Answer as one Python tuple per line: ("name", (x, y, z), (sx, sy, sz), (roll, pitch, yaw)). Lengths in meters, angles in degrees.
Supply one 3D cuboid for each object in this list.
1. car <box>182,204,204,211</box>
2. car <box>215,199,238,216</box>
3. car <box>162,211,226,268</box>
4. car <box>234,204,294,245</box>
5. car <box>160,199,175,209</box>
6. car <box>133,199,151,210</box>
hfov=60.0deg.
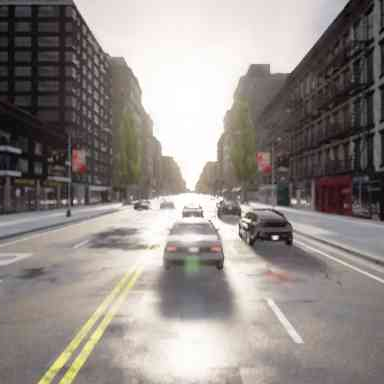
("car", (0.055, 1.693, 29.553), (1.895, 1.301, 4.718), (0, 0, 0))
("car", (3.312, 1.448, 31.005), (2.097, 1.767, 4.553), (0, 0, 0))
("car", (0.057, 1.585, 11.323), (2.033, 1.411, 5.357), (0, 0, 0))
("car", (3.324, 1.556, 15.667), (1.837, 1.490, 4.892), (0, 0, 0))
("car", (-3.372, 1.703, 46.393), (1.994, 1.385, 4.181), (0, 0, 0))
("car", (-6.630, 1.683, 44.972), (2.033, 1.411, 5.357), (0, 0, 0))
